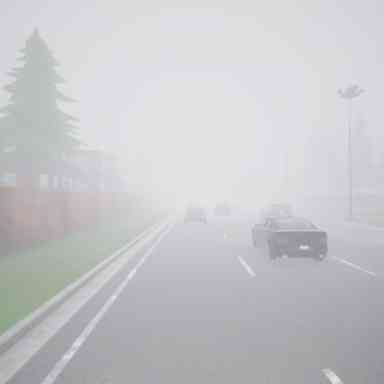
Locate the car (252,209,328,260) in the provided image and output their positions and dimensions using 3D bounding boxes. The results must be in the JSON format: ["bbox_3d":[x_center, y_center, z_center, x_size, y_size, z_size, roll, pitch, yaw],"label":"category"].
[{"bbox_3d":[3.629,1.656,13.163,1.882,1.535,5.008,0,-1,0],"label":"car"}]

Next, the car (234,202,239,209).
[{"bbox_3d":[7.315,2.422,60.984,1.895,1.301,4.718,0,-1,0],"label":"car"}]

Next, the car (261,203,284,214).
[{"bbox_3d":[10.805,2.206,44.892,1.895,1.301,4.718,0,-1,0],"label":"car"}]

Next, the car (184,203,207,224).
[{"bbox_3d":[0.277,1.930,28.370,2.033,1.411,5.357,0,-1,0],"label":"car"}]

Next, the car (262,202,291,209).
[{"bbox_3d":[7.269,1.741,28.691,2.097,1.767,4.553,0,-1,0],"label":"car"}]

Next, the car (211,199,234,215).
[{"bbox_3d":[3.801,2.051,42.579,1.882,1.535,5.008,0,-1,0],"label":"car"}]

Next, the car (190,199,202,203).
[{"bbox_3d":[0.313,2.335,58.480,2.033,1.411,5.357,0,-1,0],"label":"car"}]
